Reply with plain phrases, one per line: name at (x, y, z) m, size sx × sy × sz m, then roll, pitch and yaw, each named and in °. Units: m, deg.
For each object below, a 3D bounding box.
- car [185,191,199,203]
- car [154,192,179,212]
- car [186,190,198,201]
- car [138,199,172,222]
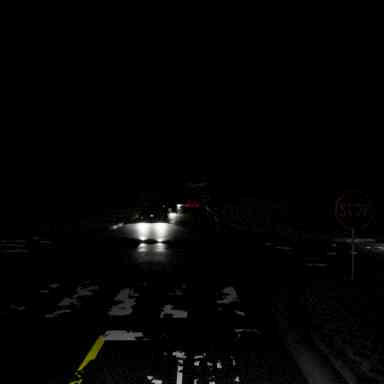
car at (-0.012, 0.858, 56.420) m, size 2.150 × 2.045 × 5.566 m, roll 0°, pitch 1°, yaw 0°
car at (-2.858, 1.058, 36.725) m, size 2.150 × 2.045 × 5.566 m, roll 0°, pitch 0°, yaw 0°
car at (-0.015, 0.730, 66.841) m, size 2.150 × 2.045 × 5.566 m, roll 0°, pitch 1°, yaw 0°
car at (-2.852, 1.488, 25.584) m, size 1.994 × 1.385 × 4.181 m, roll 0°, pitch 0°, yaw 0°
